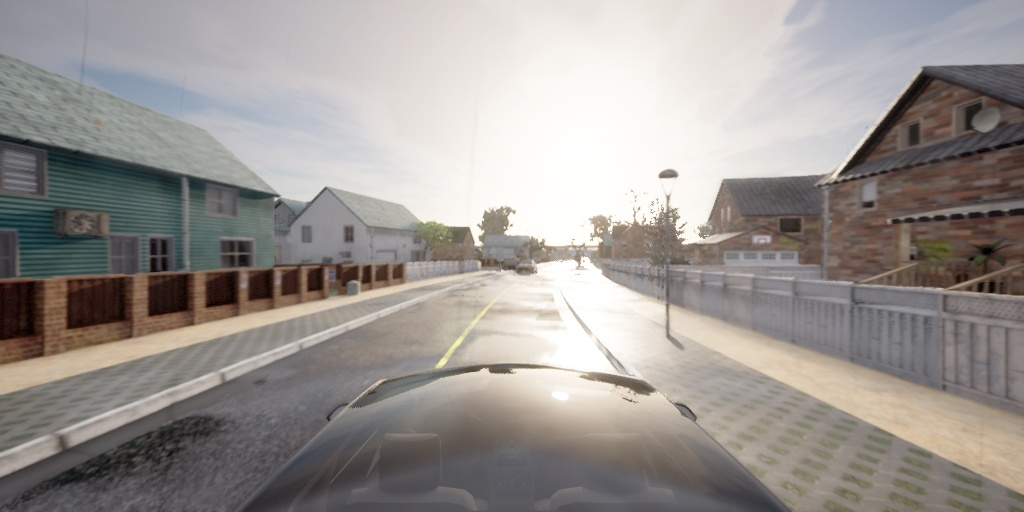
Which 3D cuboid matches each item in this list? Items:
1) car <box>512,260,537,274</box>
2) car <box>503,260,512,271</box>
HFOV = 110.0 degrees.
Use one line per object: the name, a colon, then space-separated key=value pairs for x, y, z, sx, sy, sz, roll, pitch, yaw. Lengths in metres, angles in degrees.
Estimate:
car: x=1.829 y=1.252 z=43.901 sx=2.097 sy=1.767 sz=4.553 roll=0 pitch=0 yaw=12
car: x=1.069 y=1.277 z=51.710 sx=4.553 sy=1.767 sz=2.097 roll=-2 pitch=0 yaw=12
